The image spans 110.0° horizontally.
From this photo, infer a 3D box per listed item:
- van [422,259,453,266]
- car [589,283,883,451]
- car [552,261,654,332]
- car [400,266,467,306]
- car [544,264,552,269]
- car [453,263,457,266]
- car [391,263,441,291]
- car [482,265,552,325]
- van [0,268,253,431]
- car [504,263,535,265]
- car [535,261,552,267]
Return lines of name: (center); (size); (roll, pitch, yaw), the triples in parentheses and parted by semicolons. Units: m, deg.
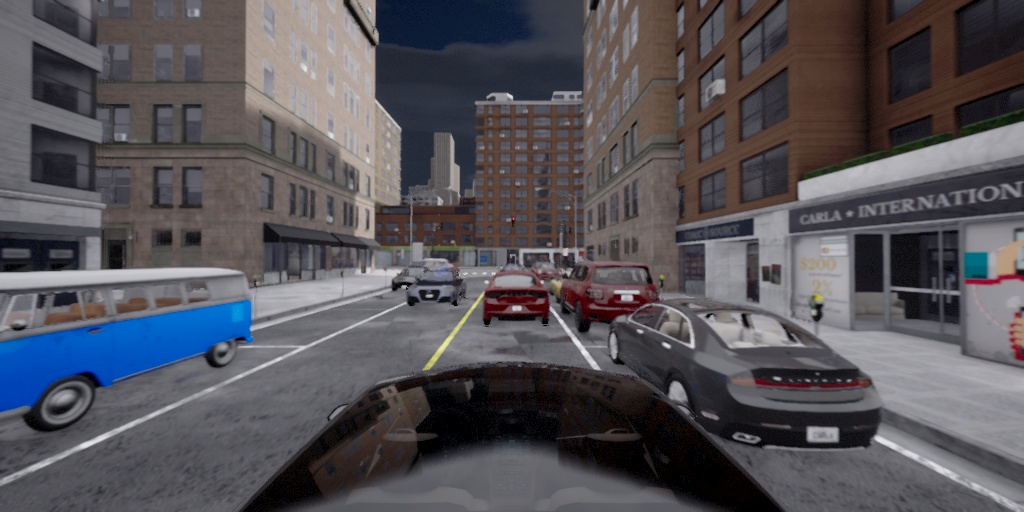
van: (-5.862, 1.090, 27.195); (1.690, 1.789, 3.998); (0, 0, 0)
car: (2.667, 1.298, 5.265); (2.007, 1.370, 4.403); (0, 0, 0)
car: (2.667, 1.060, 10.747); (2.192, 1.841, 5.009); (0, 0, 0)
car: (-3.101, 1.309, 15.458); (1.994, 1.385, 4.181); (0, 0, 0)
car: (2.665, 1.270, 16.400); (1.751, 1.417, 4.829); (0, 0, 0)
car: (-5.863, 1.296, 32.677); (1.888, 1.381, 4.507); (0, 0, 0)
car: (-5.861, 1.312, 21.712); (1.948, 1.339, 4.313); (0, 0, 0)
car: (0.086, 1.223, 11.791); (1.882, 1.535, 5.008); (0, 0, -1)
van: (-5.858, 1.088, 5.267); (1.690, 1.789, 3.998); (0, 0, 0)
car: (0.094, 1.239, 22.558); (2.128, 1.511, 4.902); (0, 0, 0)
car: (2.663, 1.189, 27.195); (1.967, 1.591, 4.097); (0, 0, 0)
